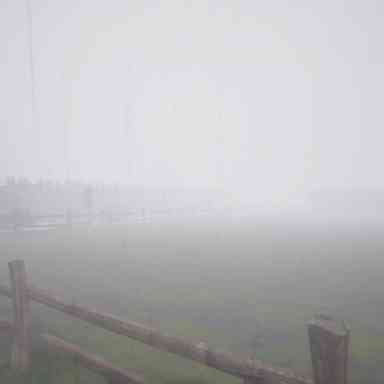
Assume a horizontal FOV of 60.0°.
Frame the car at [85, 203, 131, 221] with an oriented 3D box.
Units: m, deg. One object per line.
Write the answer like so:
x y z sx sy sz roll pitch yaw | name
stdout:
-8.300 1.916 33.081 2.097 1.767 4.553 -1 -2 36 | car

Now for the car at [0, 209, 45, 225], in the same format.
-13.906 1.945 25.397 1.895 1.301 4.718 -1 -2 37 | car

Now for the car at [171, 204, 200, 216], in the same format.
-0.908 2.344 43.271 2.128 1.511 4.902 -1 -2 36 | car
